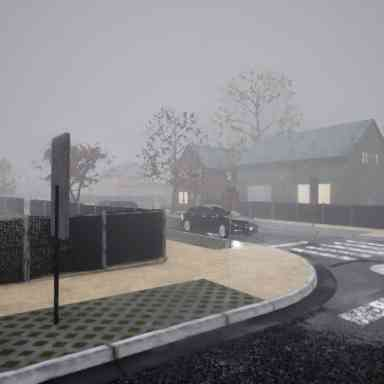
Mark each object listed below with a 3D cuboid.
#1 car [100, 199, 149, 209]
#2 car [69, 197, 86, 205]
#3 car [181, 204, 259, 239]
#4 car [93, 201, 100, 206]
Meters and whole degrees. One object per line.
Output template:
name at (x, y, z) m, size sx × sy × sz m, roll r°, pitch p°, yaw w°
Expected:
car at (-4.996, 1.359, 25.566) m, size 1.882 × 1.535 × 5.008 m, roll 1°, pitch 0°, yaw -37°
car at (-13.079, 1.297, 36.267) m, size 1.882 × 1.535 × 5.008 m, roll 1°, pitch 0°, yaw -37°
car at (1.286, 1.436, 17.216) m, size 1.837 × 1.490 × 4.892 m, roll 1°, pitch 0°, yaw -36°
car at (-9.181, 1.432, 35.975) m, size 1.994 × 1.385 × 4.181 m, roll 1°, pitch 0°, yaw -37°
